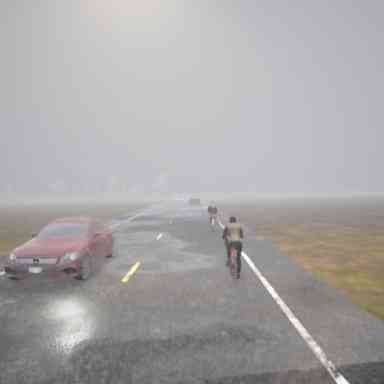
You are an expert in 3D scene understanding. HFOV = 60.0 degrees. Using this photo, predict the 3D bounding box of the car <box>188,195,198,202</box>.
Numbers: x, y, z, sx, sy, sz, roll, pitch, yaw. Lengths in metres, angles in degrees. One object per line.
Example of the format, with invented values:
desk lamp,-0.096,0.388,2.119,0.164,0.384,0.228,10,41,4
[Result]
car,0.197,1.407,73.705,2.128,1.511,4.902,0,0,-1

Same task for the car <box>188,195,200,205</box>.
car,0.402,1.370,55.322,1.882,1.535,5.008,0,0,0

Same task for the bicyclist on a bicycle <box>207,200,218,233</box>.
bicyclist on a bicycle,1.127,1.330,18.137,0.659,1.776,1.843,0,0,1

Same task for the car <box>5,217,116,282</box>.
car,-3.527,1.502,9.859,1.812,1.442,4.674,0,0,1

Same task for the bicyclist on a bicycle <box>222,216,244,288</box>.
bicyclist on a bicycle,1.027,1.434,8.259,0.582,1.620,1.656,0,0,1
